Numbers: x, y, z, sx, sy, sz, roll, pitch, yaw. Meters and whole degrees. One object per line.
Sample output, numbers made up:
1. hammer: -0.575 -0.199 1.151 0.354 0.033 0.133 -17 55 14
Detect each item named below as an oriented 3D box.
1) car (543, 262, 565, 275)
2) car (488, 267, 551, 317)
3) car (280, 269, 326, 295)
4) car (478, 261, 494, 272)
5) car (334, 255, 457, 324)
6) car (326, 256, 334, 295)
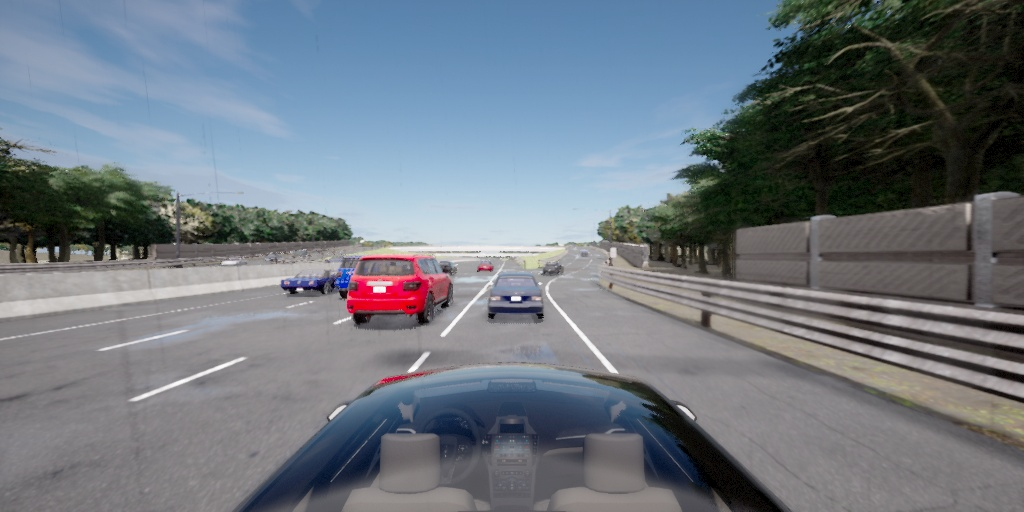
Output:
1. car: 4.746 1.363 40.503 2.128 1.511 4.902 0 0 17
2. car: 0.145 1.302 13.064 2.033 1.411 5.357 0 0 1
3. car: -10.361 1.358 19.747 1.895 1.301 4.718 0 0 0
4. car: -3.456 1.334 47.760 1.994 1.385 4.181 0 0 0
5. car: -3.480 0.978 12.123 2.150 2.045 5.566 0 0 0
6. car: -6.865 0.978 18.317 2.150 2.045 5.566 0 0 0
